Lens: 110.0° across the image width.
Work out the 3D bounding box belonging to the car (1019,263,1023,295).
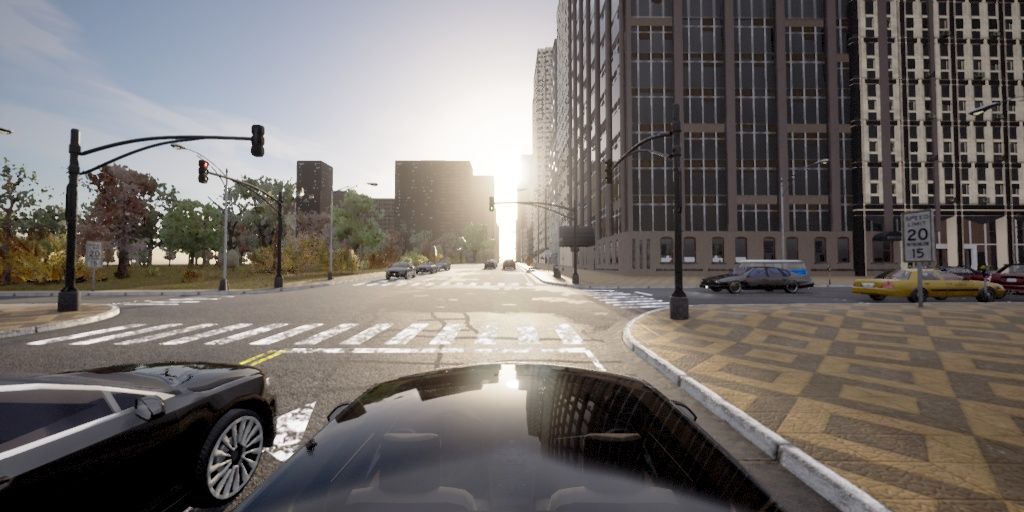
[{"bbox_3d":[21.632,0.963,14.145,4.097,1.591,1.967,0,0,-1],"label":"car"}]

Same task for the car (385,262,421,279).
[{"bbox_3d":[-10.139,1.324,33.037,1.837,1.490,4.892,0,0,-2],"label":"car"}]

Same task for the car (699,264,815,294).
[{"bbox_3d":[13.153,1.271,19.399,5.357,1.411,2.033,0,-2,-1],"label":"car"}]

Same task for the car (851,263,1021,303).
[{"bbox_3d":[16.219,1.077,14.030,4.829,1.417,1.751,0,0,-1],"label":"car"}]

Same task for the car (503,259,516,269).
[{"bbox_3d":[-0.448,1.305,61.221,2.097,1.767,4.553,0,0,0],"label":"car"}]

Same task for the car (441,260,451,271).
[{"bbox_3d":[-10.304,1.398,53.160,2.128,1.511,4.902,0,0,-1],"label":"car"}]

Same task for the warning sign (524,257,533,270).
[{"bbox_3d":[2.410,1.008,50.864,1.300,1.860,1.060,0,0,-1],"label":"warning sign"}]

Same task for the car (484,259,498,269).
[{"bbox_3d":[-3.799,1.468,62.698,1.837,1.490,4.892,0,0,-1],"label":"car"}]

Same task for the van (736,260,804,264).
[{"bbox_3d":[15.766,1.126,22.044,3.998,1.789,1.690,0,0,-1],"label":"van"}]

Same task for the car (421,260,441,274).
[{"bbox_3d":[-10.214,1.420,42.935,1.994,1.385,4.181,0,0,0],"label":"car"}]

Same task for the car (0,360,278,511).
[{"bbox_3d":[-3.139,1.242,1.461,2.128,1.511,4.902,0,0,-1],"label":"car"}]
